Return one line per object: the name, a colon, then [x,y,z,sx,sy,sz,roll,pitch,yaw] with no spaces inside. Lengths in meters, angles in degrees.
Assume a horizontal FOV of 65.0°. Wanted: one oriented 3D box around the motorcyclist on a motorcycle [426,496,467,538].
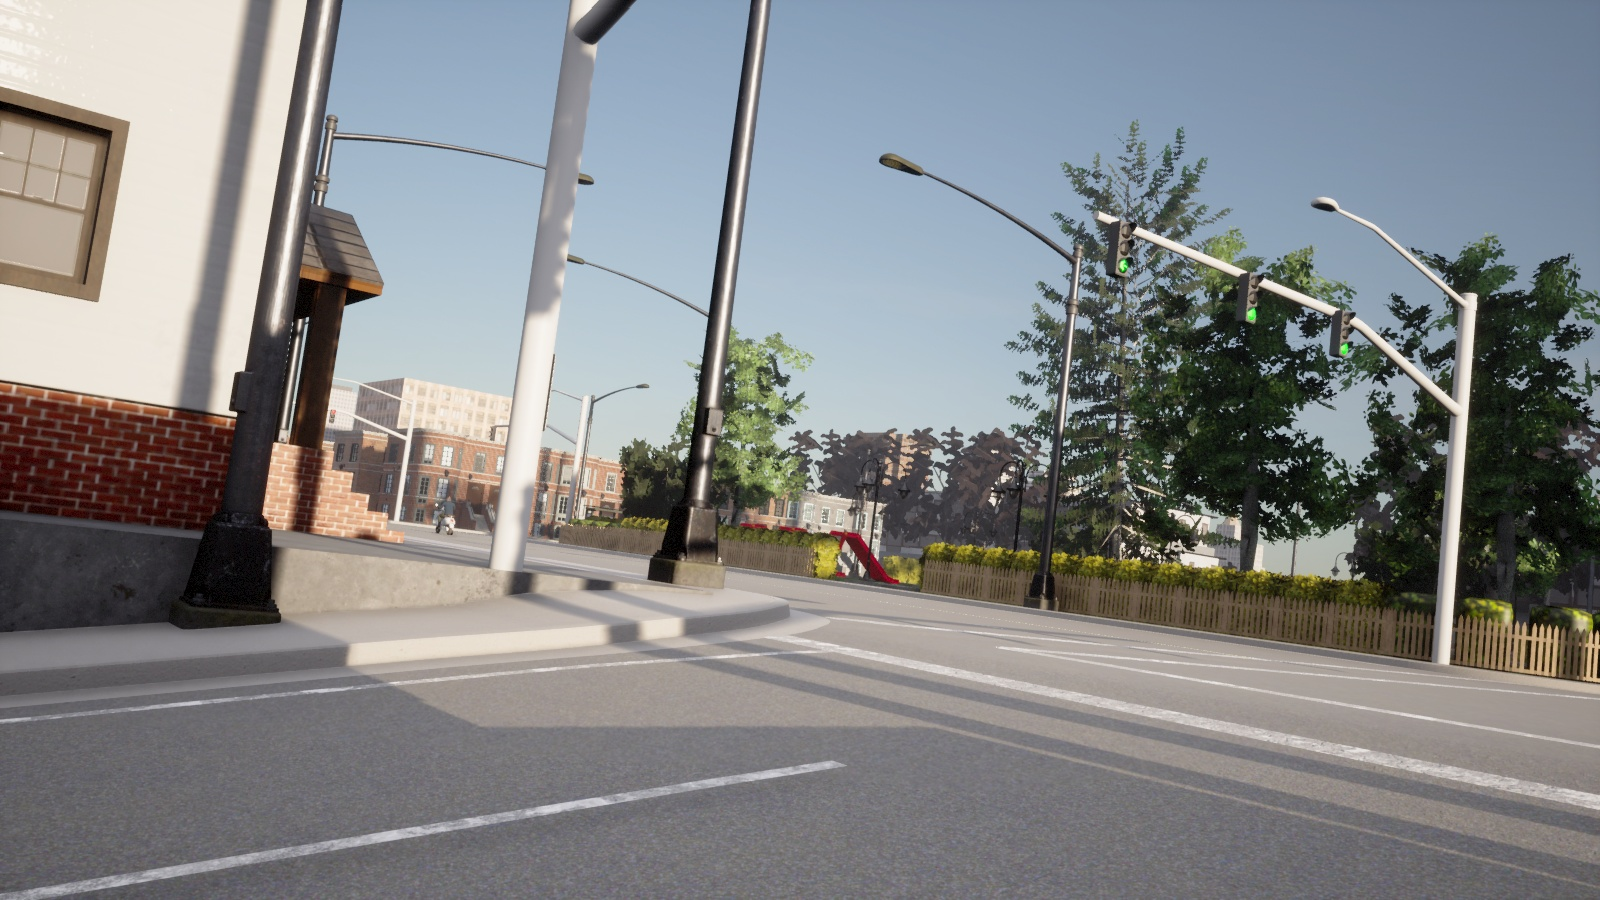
motorcyclist on a motorcycle: [-14.754,2.788,52.389,0.866,1.590,1.817,10,-6,-35]
